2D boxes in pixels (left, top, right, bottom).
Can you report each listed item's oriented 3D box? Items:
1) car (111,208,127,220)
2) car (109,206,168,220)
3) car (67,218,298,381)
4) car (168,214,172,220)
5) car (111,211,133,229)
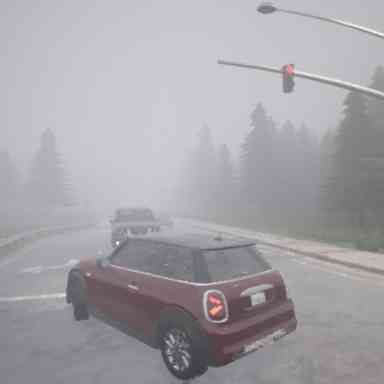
[{"bbox_3d":[-10.483,3.152,47.738,2.128,1.511,4.902,-1,-2,-12],"label":"car"},{"bbox_3d":[-2.922,1.781,16.848,2.150,2.045,5.566,-1,-1,-15],"label":"car"},{"bbox_3d":[-0.522,1.536,6.107,2.097,1.767,4.553,1,-3,-43],"label":"car"},{"bbox_3d":[-2.915,2.525,30.383,2.033,1.411,5.357,-1,-2,-12],"label":"car"},{"bbox_3d":[-6.713,2.596,31.553,1.837,1.490,4.892,-1,-2,-14],"label":"car"}]
